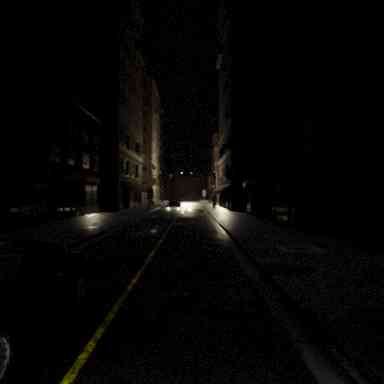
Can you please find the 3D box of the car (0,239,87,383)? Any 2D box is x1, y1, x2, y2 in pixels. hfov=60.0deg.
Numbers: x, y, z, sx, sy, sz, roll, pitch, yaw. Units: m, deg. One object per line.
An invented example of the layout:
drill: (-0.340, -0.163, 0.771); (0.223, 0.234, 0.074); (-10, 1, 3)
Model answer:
car: (-3.098, 1.558, 5.316); (1.812, 1.442, 4.674); (0, 0, 0)

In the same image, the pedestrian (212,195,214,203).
pedestrian: (3.669, 1.442, 58.472); (0.375, 1.860, 0.375); (0, 0, 0)

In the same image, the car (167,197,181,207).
car: (-2.970, 1.634, 55.664); (2.097, 1.767, 4.553); (0, 0, 0)
